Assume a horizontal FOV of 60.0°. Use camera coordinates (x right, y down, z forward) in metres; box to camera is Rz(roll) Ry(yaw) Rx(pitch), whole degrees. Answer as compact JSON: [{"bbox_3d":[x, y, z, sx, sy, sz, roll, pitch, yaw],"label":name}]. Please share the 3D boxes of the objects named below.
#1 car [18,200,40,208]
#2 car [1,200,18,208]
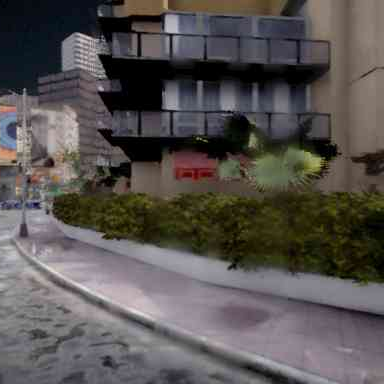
[{"bbox_3d":[-30.096,2.177,62.193,1.882,1.535,5.008,0,-1,-5],"label":"car"},{"bbox_3d":[-33.583,2.178,61.890,1.882,1.535,5.008,0,-1,-5],"label":"car"}]
